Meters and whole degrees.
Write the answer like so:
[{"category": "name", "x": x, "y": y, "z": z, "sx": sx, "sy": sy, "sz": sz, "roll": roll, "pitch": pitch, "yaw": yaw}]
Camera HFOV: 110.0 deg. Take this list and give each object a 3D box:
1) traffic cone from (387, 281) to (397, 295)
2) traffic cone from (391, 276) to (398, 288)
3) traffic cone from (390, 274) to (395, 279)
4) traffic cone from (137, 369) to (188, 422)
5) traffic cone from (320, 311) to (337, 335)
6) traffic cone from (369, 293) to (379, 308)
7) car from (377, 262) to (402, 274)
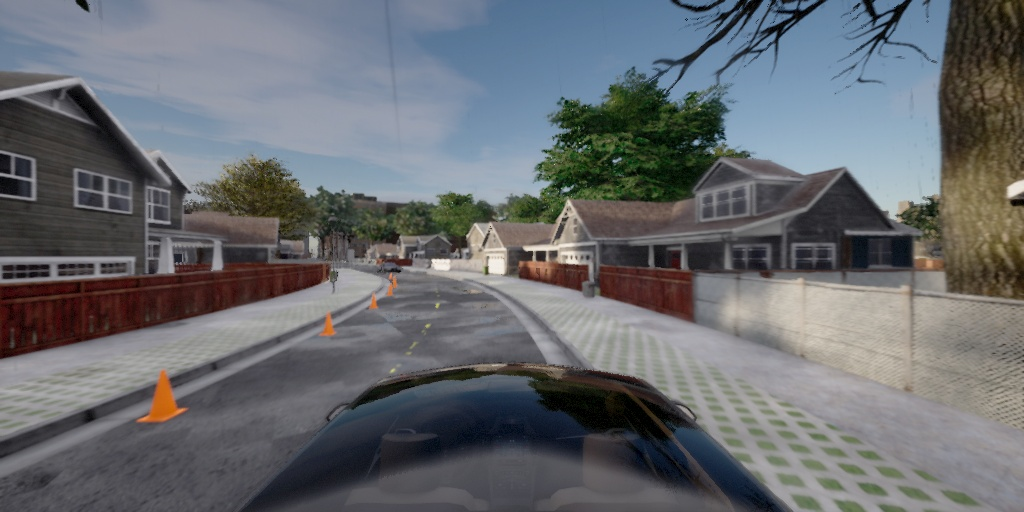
[{"category": "traffic cone", "x": -6.430, "y": 1.771, "z": 18.954, "sx": 0.340, "sy": 0.580, "sz": 0.340, "roll": 0, "pitch": 0, "yaw": -13}, {"category": "traffic cone", "x": -7.680, "y": 1.785, "z": 23.635, "sx": 0.340, "sy": 0.580, "sz": 0.340, "roll": 0, "pitch": 0, "yaw": -17}, {"category": "traffic cone", "x": -9.219, "y": 1.800, "z": 28.231, "sx": 0.340, "sy": 0.580, "sz": 0.340, "roll": 0, "pitch": 0, "yaw": -20}, {"category": "traffic cone", "x": -4.442, "y": 1.741, "z": 4.572, "sx": 0.340, "sy": 0.580, "sz": 0.340, "roll": 0, "pitch": 0, "yaw": -3}, {"category": "traffic cone", "x": -4.807, "y": 1.749, "z": 9.404, "sx": 0.340, "sy": 0.580, "sz": 0.340, "roll": 0, "pitch": 0, "yaw": -6}, {"category": "traffic cone", "x": -5.470, "y": 1.759, "z": 14.204, "sx": 0.340, "sy": 0.580, "sz": 0.340, "roll": 0, "pitch": 0, "yaw": -10}, {"category": "car", "x": -14.888, "y": 1.458, "z": 43.503, "sx": 1.994, "sy": 1.385, "sz": 4.181, "roll": 0, "pitch": 0, "yaw": -36}]
